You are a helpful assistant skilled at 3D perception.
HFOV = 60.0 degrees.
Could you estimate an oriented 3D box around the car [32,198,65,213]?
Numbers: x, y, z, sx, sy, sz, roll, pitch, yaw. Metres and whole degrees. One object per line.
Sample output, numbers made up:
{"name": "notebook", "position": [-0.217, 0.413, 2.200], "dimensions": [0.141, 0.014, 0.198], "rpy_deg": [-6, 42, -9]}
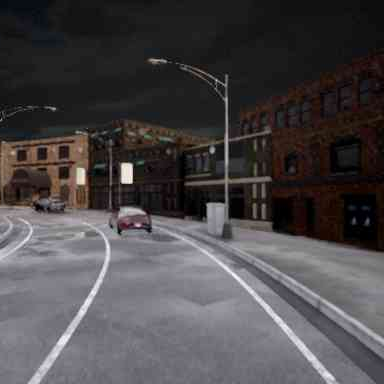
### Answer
{"name": "car", "position": [-15.369, 1.409, 35.592], "dimensions": [4.902, 1.511, 2.128], "rpy_deg": [0, -1, 42]}

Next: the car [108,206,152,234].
{"name": "car", "position": [-3.590, 1.503, 19.045], "dimensions": [1.812, 1.442, 4.674], "rpy_deg": [0, 0, -22]}
